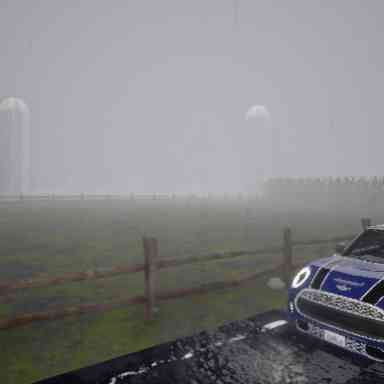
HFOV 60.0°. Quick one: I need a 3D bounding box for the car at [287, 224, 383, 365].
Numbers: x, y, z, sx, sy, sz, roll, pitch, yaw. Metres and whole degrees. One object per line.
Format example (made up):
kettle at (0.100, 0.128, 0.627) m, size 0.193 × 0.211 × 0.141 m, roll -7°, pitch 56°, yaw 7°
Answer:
car at (3.726, 1.356, 5.733) m, size 4.553 × 1.767 × 2.097 m, roll 0°, pitch 0°, yaw -36°
